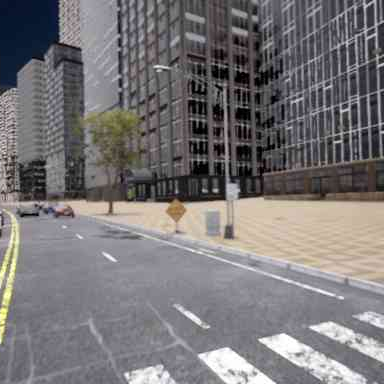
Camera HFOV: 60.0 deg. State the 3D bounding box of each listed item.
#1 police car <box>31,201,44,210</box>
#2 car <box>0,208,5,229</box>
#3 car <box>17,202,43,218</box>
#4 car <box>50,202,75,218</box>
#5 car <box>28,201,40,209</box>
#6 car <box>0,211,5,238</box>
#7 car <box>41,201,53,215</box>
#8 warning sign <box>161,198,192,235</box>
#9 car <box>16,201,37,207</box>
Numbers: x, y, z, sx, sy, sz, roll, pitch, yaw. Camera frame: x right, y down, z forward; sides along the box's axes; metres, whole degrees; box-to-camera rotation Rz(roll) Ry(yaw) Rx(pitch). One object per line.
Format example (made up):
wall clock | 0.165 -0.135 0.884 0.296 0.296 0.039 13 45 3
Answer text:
police car | -32.397 2.765 69.718 1.930 1.638 5.238 -1 -1 -32
car | -15.788 2.056 26.075 1.812 1.442 4.674 -1 -1 -28
car | -19.659 2.318 40.287 1.994 1.385 4.181 -1 -1 -29
car | -14.530 2.155 37.691 1.812 1.442 4.674 -1 -1 -28
car | -35.698 2.923 74.889 1.801 1.575 5.366 -1 -1 -33
car | -11.186 1.579 17.288 2.150 2.045 5.566 -1 -1 -27
car | -19.545 2.174 46.511 2.097 1.767 4.553 -1 -1 -30
warning sign | -0.840 1.284 17.827 1.300 1.860 1.060 -2 -1 -27
car | -24.649 2.438 48.977 2.128 1.511 4.902 -1 -1 -30
